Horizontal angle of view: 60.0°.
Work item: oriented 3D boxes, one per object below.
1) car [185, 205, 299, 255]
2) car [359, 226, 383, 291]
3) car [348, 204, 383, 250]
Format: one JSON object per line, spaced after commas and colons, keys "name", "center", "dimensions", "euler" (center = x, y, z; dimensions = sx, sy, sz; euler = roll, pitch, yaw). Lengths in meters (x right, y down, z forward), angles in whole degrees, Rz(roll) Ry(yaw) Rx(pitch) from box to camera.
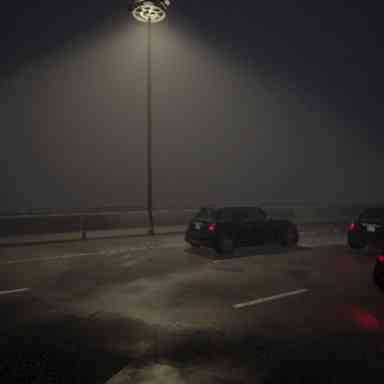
{"name": "car", "center": [2.064, 1.294, 13.155], "dimensions": [4.553, 1.767, 2.097], "euler": [0, 0, -30]}
{"name": "car", "center": [5.973, 1.521, 7.332], "dimensions": [4.181, 1.385, 1.994], "euler": [0, 0, -30]}
{"name": "car", "center": [8.037, 1.285, 12.476], "dimensions": [4.553, 1.767, 2.097], "euler": [0, 0, -29]}
